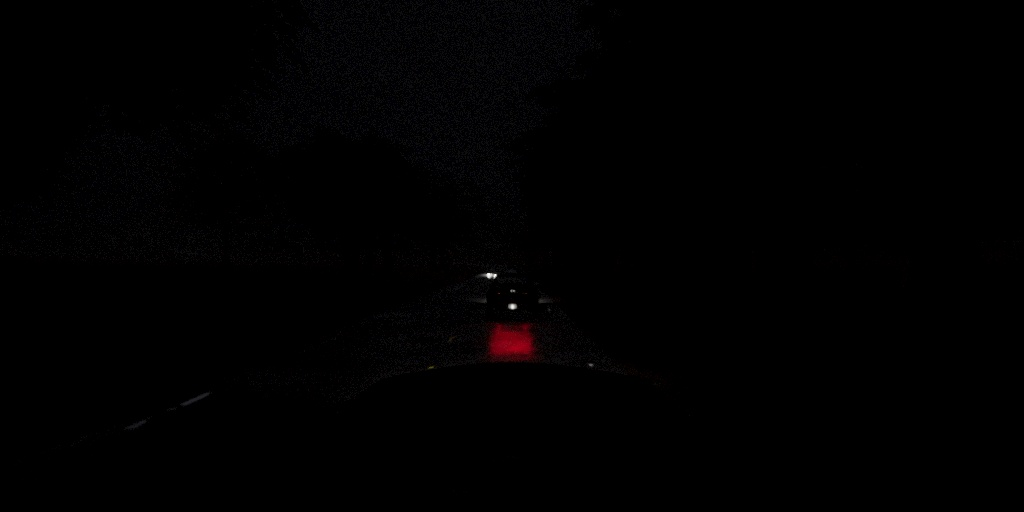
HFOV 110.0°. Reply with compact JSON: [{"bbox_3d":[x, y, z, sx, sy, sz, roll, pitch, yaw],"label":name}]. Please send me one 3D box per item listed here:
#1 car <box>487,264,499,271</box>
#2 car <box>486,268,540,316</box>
[{"bbox_3d":[-3.066,2.088,58.531,2.128,1.511,4.902,0,-1,0],"label":"car"},{"bbox_3d":[0.042,1.419,14.167,1.837,1.490,4.892,0,0,1],"label":"car"}]
